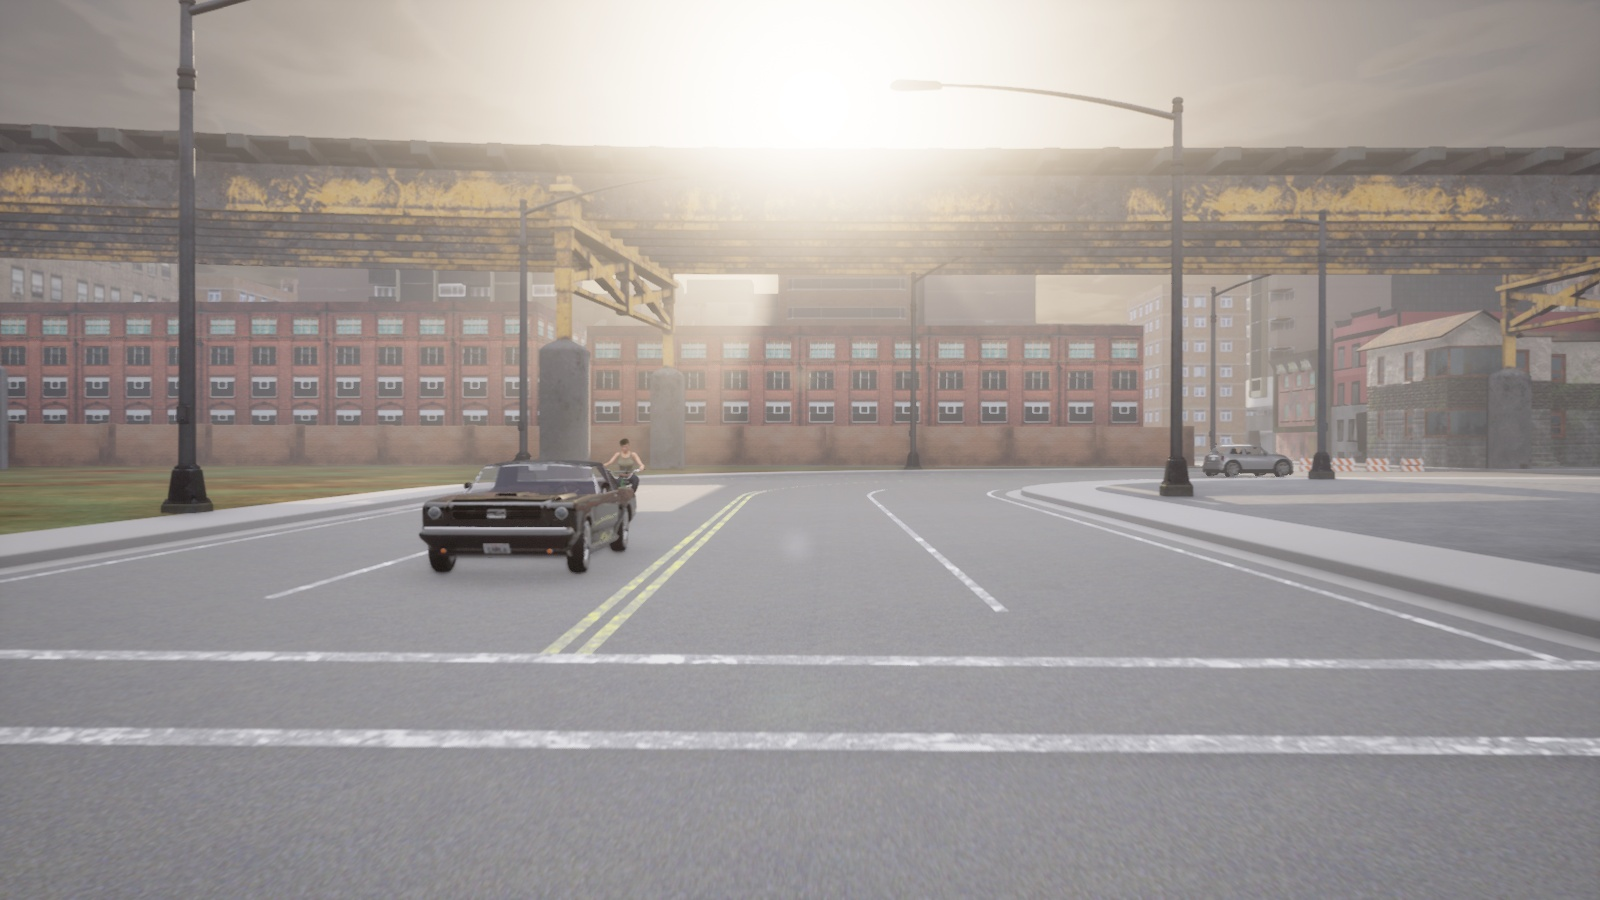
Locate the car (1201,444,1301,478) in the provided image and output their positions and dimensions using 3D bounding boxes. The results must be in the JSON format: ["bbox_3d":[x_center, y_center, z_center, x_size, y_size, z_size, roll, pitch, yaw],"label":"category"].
[{"bbox_3d":[20.557,0.489,57.272,3.806,1.475,1.970,0,0,-13],"label":"car"}]

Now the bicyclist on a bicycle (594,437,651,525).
[{"bbox_3d":[-3.347,0.572,23.815,0.866,1.612,1.509,0,0,0],"label":"bicyclist on a bicycle"}]

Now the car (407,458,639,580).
[{"bbox_3d":[-3.377,0.779,16.283,1.895,1.301,4.718,0,0,1],"label":"car"}]
